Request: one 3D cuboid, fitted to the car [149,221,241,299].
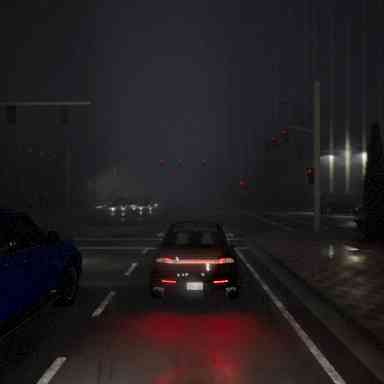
[{"bbox_3d":[0.078,1.492,8.454,2.128,1.511,4.902,0,0,1],"label":"car"}]

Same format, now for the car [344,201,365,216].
[{"bbox_3d":[17.480,1.505,31.407,4.892,1.490,1.837,0,0,-1],"label":"car"}]

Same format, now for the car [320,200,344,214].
[{"bbox_3d":[15.232,1.564,34.882,4.181,1.385,1.994,0,0,-1],"label":"car"}]

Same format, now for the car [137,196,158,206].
[{"bbox_3d":[-7.182,1.505,53.975,1.837,1.490,4.892,0,0,0],"label":"car"}]

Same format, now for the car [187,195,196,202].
[{"bbox_3d":[-0.133,1.429,75.500,1.837,1.490,4.892,0,0,0],"label":"car"}]

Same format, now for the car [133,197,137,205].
[{"bbox_3d":[-10.674,1.601,59.316,1.895,1.301,4.718,0,0,0],"label":"car"}]

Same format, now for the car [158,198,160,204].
[{"bbox_3d":[-7.168,1.564,62.884,1.994,1.385,4.181,0,0,0],"label":"car"}]

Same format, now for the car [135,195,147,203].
[{"bbox_3d":[-10.623,1.477,69.758,1.882,1.535,5.008,0,0,0],"label":"car"}]

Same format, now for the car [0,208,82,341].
[{"bbox_3d":[-3.451,1.221,4.822,2.150,2.045,5.566,0,0,1],"label":"car"}]

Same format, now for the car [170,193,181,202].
[{"bbox_3d":[-3.613,1.225,73.496,2.150,2.045,5.566,0,0,0],"label":"car"}]

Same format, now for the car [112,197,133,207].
[{"bbox_3d":[-10.687,1.526,50.207,1.812,1.442,4.674,0,0,0],"label":"car"}]
